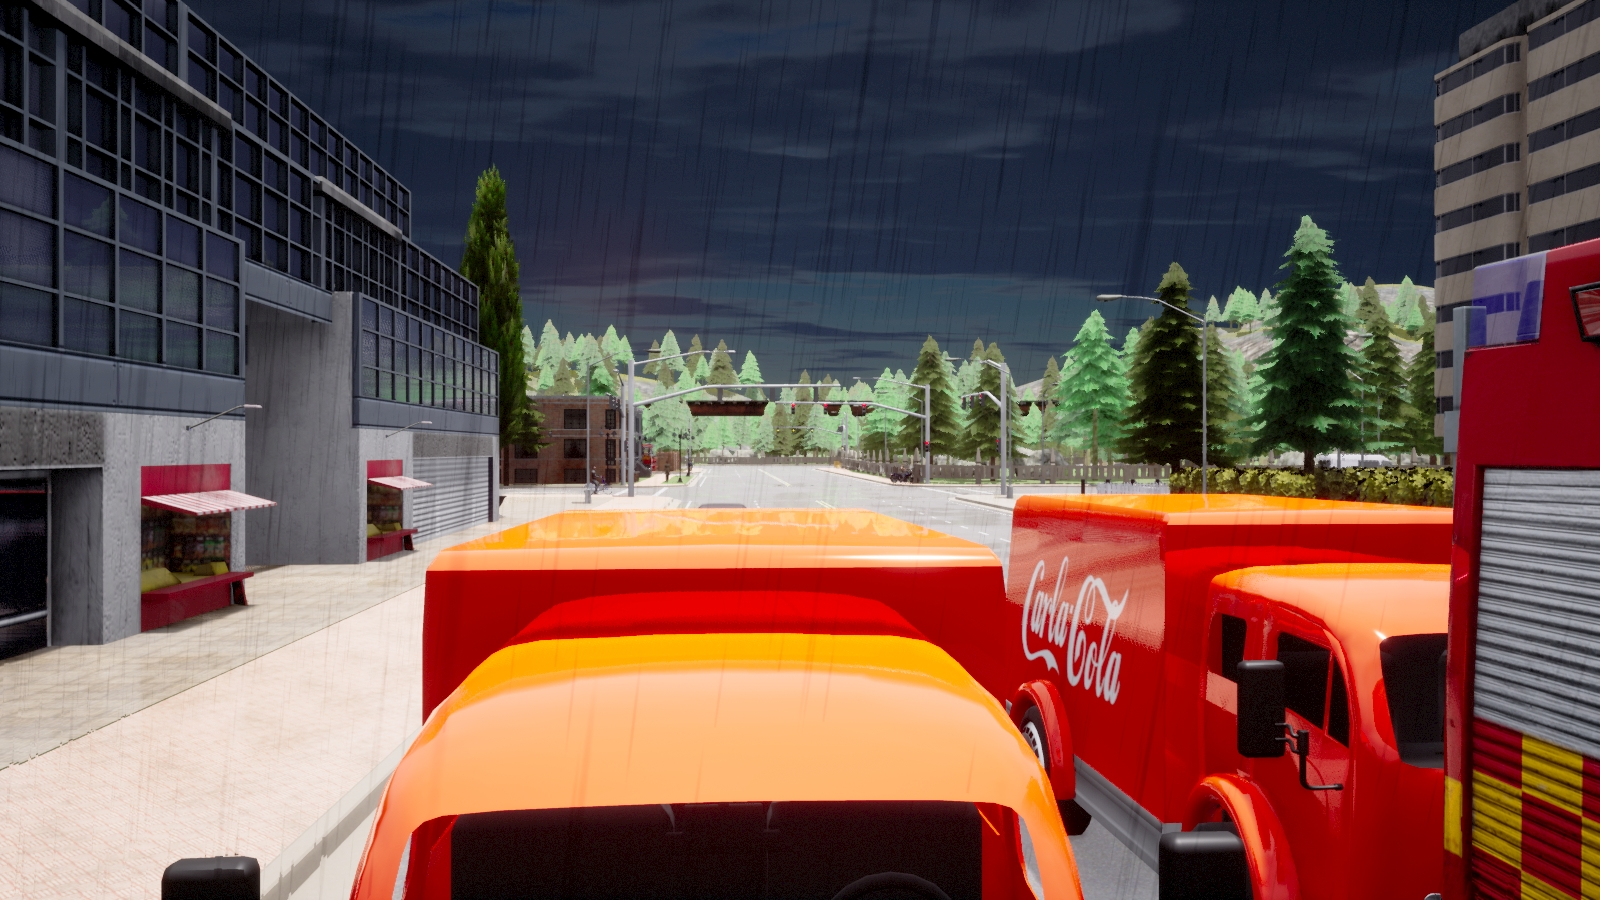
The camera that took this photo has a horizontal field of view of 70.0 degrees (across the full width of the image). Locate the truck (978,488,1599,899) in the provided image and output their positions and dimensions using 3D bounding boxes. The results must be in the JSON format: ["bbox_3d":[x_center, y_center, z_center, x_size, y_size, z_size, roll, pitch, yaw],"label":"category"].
[{"bbox_3d":[3.003,1.568,7.234,2.627,2.467,5.204,0,0,-4],"label":"truck"}]

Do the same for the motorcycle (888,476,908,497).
[{"bbox_3d":[5.944,2.205,69.519,0.867,1.251,2.209,0,0,-4],"label":"motorcycle"}]

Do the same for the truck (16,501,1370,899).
[{"bbox_3d":[-0.347,1.568,4.821,2.627,2.467,5.204,0,0,-4],"label":"truck"}]

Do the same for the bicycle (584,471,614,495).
[{"bbox_3d":[-12.531,2.060,71.198,1.835,1.471,0.329,0,0,-11],"label":"bicycle"}]
